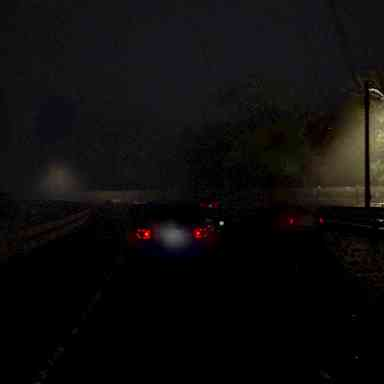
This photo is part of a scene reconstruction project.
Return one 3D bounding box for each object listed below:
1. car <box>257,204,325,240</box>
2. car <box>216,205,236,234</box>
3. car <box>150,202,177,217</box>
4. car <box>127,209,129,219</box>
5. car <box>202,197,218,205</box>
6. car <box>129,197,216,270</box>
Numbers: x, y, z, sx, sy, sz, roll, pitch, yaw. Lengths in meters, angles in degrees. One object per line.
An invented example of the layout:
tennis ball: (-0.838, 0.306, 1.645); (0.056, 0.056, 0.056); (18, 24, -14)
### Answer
car: (5.224, 1.487, 18.186); (2.097, 1.767, 4.553); (0, 0, -10)
car: (1.232, 1.721, 20.359); (1.994, 1.385, 4.181); (0, 0, -11)
car: (-3.161, 1.850, 36.176); (1.994, 1.385, 4.181); (0, 0, -20)
car: (-4.711, 1.788, 30.031); (2.033, 1.411, 5.357); (0, 0, -17)
car: (0.967, 1.494, 35.091); (2.150, 2.045, 5.566); (0, 0, -19)
car: (-0.827, 1.315, 11.578); (2.150, 2.045, 5.566); (0, 0, -7)
